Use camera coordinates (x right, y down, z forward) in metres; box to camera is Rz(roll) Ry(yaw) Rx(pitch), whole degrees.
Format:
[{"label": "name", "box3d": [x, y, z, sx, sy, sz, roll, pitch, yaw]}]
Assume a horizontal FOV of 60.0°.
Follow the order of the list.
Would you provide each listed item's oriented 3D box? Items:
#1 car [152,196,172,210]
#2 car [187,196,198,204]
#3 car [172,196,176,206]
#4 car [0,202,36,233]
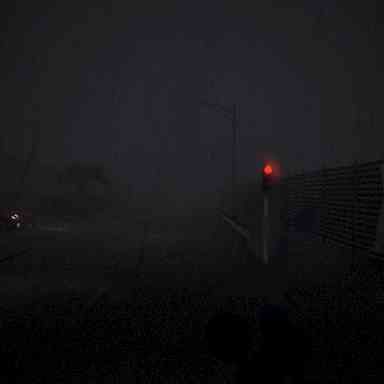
[{"label": "car", "box3d": [-4.029, 1.564, 43.385, 1.994, 1.385, 4.181, 0, 0, 0]}, {"label": "car", "box3d": [0.102, 1.505, 63.183, 1.837, 1.490, 4.892, 0, 0, 0]}, {"label": "car", "box3d": [-4.006, 1.478, 53.457, 1.882, 1.535, 5.008, 0, 0, 0]}, {"label": "car", "box3d": [-11.497, 1.351, 19.246, 4.553, 1.767, 2.097, 0, 0, 6]}]
